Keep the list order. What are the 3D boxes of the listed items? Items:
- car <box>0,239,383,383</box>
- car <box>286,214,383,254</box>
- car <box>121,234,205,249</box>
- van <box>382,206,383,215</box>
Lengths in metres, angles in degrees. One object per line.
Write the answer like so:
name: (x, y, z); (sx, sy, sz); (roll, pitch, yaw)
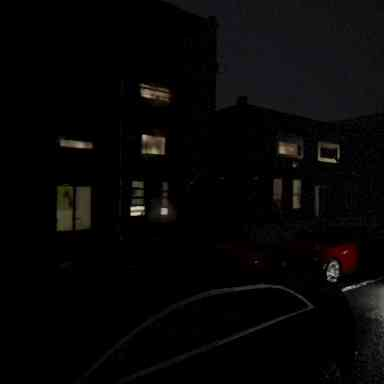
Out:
car: (-0.415, 1.488, 3.070); (4.902, 1.511, 2.128); (0, 0, -35)
car: (4.083, 1.518, 9.456); (4.507, 1.381, 1.887); (0, 1, -35)
car: (-0.587, 1.536, 6.219); (4.507, 1.381, 1.887); (0, 1, -35)
van: (8.715, 1.297, 12.755); (3.998, 1.788, 1.690); (0, 1, -35)
